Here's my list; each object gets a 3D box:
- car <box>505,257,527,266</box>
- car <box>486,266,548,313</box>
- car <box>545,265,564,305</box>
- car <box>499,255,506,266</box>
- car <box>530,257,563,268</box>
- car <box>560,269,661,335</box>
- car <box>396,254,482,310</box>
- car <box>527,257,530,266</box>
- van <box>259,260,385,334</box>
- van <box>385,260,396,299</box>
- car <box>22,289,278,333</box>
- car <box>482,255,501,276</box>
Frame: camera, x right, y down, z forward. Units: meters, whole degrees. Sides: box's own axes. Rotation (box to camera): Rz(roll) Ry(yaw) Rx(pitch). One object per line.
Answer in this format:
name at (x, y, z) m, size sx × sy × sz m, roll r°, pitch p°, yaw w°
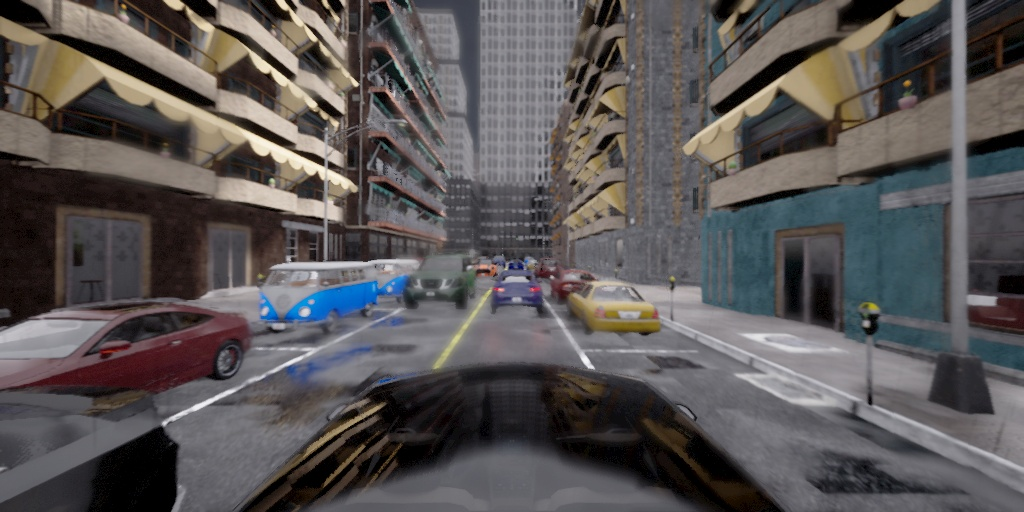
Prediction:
car at (0.478, 1.175, 44.073) m, size 1.882 × 1.535 × 5.008 m, roll 0°, pitch -1°, yaw 1°
car at (0.194, 1.259, 13.824) m, size 1.812 × 1.442 × 4.674 m, roll 0°, pitch 0°, yaw 1°
car at (2.680, 1.285, 15.769) m, size 1.888 × 1.381 × 4.507 m, roll 0°, pitch 0°, yaw 1°
car at (-2.204, 0.890, 61.527) m, size 2.150 × 2.045 × 5.566 m, roll 0°, pitch 0°, yaw 1°
car at (2.786, 1.040, 27.049) m, size 2.192 × 1.841 × 5.009 m, roll 0°, pitch 0°, yaw 1°
car at (2.629, 1.273, 10.299) m, size 1.751 × 1.417 × 4.829 m, roll 0°, pitch 0°, yaw 1°
car at (-2.738, 0.943, 14.944) m, size 2.150 × 2.045 × 5.566 m, roll 0°, pitch 0°, yaw 1°
car at (2.998, 1.226, 49.779) m, size 1.751 × 1.417 × 4.829 m, roll 0°, pitch 0°, yaw 1°
van at (-5.253, 1.058, 10.201) m, size 1.690 × 1.789 × 3.998 m, roll 0°, pitch 0°, yaw 1°
van at (-5.200, 1.051, 15.841) m, size 1.690 × 1.789 × 3.998 m, roll 0°, pitch 0°, yaw 1°
car at (-5.305, 1.308, 4.561) m, size 1.802 × 1.307 × 4.207 m, roll 0°, pitch 0°, yaw 1°
car at (-2.478, 1.048, 33.536) m, size 2.097 × 1.767 × 4.553 m, roll 0°, pitch 0°, yaw 1°
